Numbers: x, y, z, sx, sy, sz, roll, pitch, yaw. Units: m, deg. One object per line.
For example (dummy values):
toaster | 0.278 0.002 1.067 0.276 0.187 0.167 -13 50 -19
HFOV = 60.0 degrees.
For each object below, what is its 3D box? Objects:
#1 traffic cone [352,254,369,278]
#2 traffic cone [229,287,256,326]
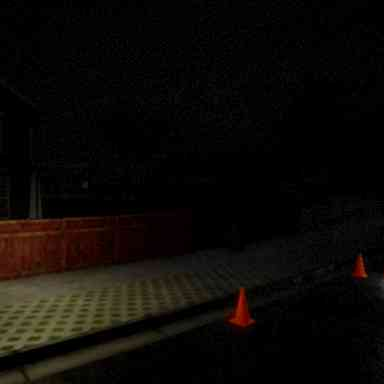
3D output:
traffic cone | 4.537 1.965 8.981 0.340 0.580 0.340 0 0 -43
traffic cone | 0.885 1.961 5.795 0.340 0.580 0.340 0 0 -39
